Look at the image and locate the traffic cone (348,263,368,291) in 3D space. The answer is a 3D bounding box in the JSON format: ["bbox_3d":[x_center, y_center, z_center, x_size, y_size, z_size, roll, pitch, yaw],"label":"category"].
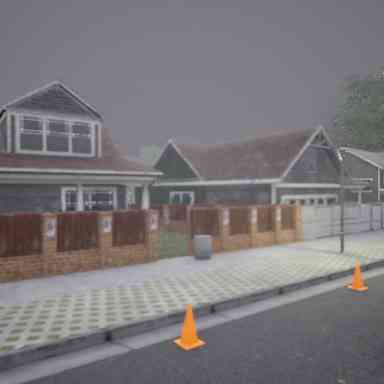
[{"bbox_3d":[3.958,1.995,7.935,0.340,0.580,0.340,0,0,-37],"label":"traffic cone"}]

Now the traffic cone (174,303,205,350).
[{"bbox_3d":[-0.034,1.969,4.989,0.340,0.580,0.340,0,0,-36],"label":"traffic cone"}]
